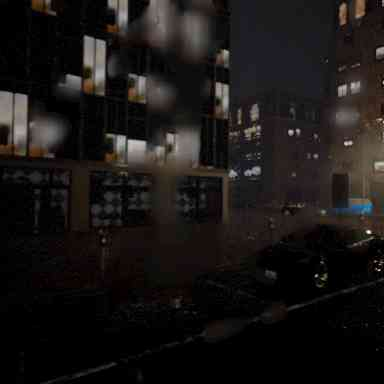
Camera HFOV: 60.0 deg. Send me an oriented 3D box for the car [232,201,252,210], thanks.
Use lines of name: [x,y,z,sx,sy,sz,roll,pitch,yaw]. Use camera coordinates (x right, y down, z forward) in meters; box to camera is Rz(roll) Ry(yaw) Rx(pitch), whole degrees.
car: [7.881,1.937,49.874,1.947,1.339,4.313,1,-1,-35]

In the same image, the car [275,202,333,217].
car: [10.491,1.674,31.423,2.008,1.369,4.403,1,-1,-35]

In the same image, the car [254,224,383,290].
car: [3.649,1.583,9.149,4.313,1.339,1.947,0,1,-35]

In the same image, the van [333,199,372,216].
van: [17.378,1.597,36.202,1.690,1.788,3.998,1,-1,-35]

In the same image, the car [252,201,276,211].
car: [10.949,1.860,45.455,1.752,1.417,4.829,1,-1,-35]
